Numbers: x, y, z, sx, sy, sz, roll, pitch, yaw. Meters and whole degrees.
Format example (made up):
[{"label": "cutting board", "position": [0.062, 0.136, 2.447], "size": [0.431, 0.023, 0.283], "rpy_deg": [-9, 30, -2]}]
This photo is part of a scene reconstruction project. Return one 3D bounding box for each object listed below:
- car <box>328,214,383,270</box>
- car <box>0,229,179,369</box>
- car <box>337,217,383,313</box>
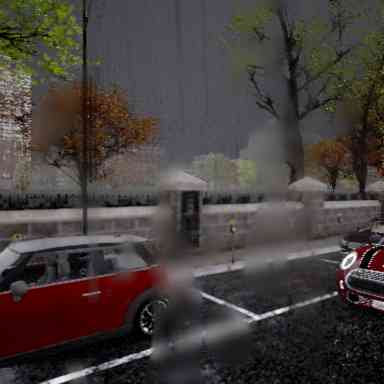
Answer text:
[{"label": "car", "position": [6.875, 1.558, 11.465], "size": [4.403, 1.369, 2.008], "rpy_deg": [0, 0, -36]}, {"label": "car", "position": [-2.294, 1.441, 4.926], "size": [4.097, 1.590, 1.967], "rpy_deg": [0, 0, -35]}, {"label": "car", "position": [5.077, 1.357, 6.999], "size": [4.553, 1.767, 2.097], "rpy_deg": [0, 0, -35]}]
